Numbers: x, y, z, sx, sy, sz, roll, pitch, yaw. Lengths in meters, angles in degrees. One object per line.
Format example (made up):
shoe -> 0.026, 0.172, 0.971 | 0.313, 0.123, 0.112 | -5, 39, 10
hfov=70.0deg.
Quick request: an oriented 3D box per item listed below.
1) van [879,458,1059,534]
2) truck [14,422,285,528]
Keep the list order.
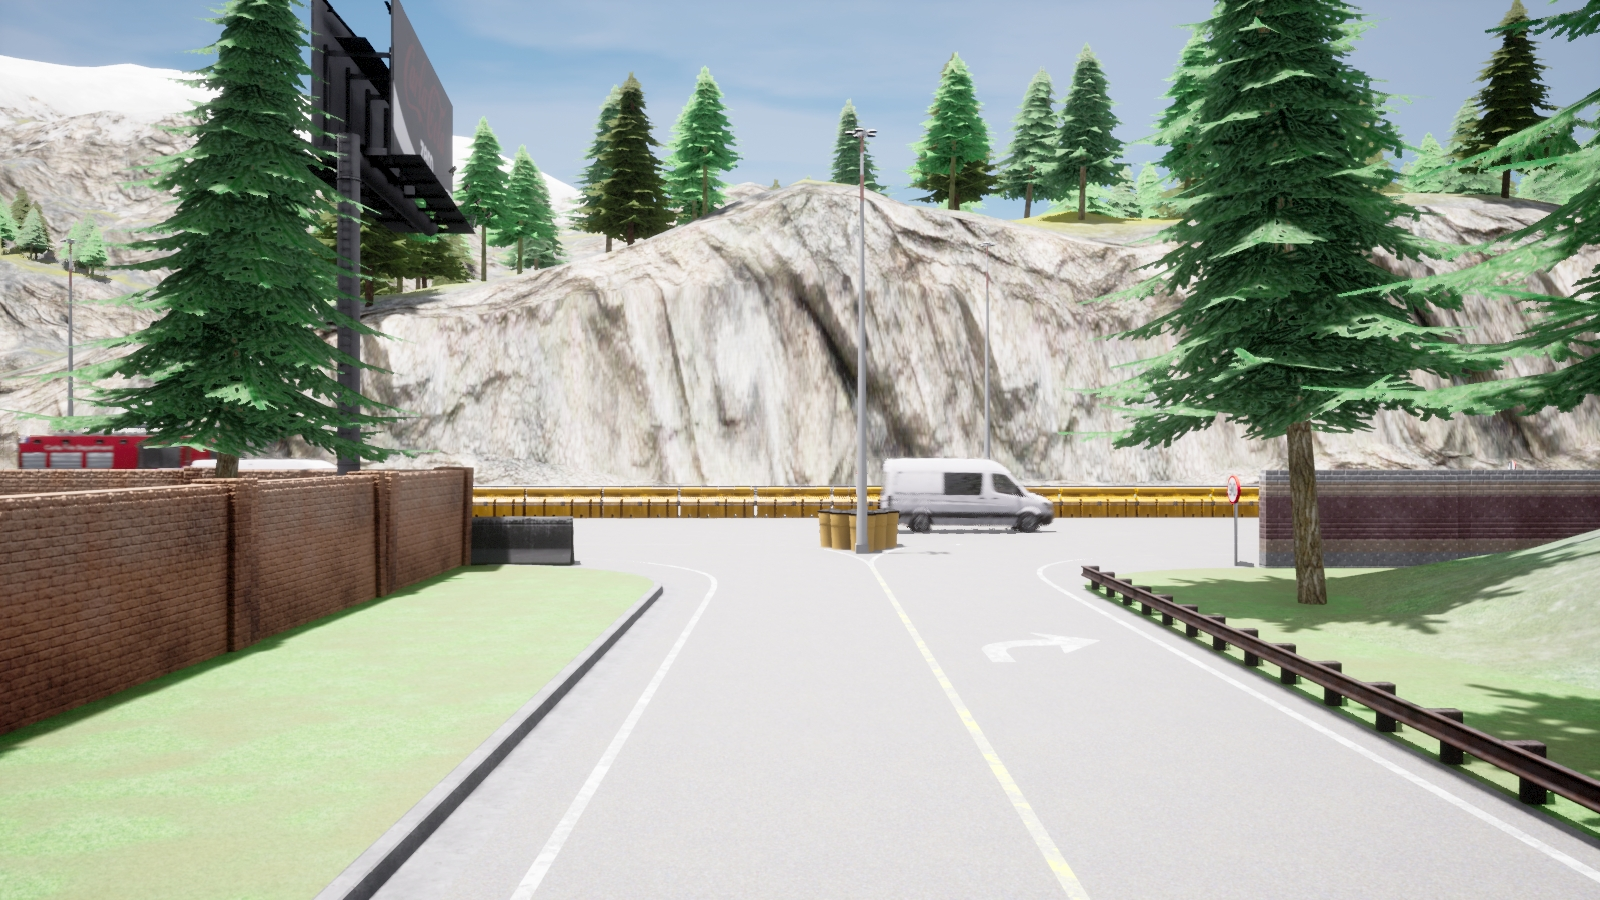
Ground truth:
van -> 5.799, 1.559, 39.700 | 5.915, 2.561, 1.988 | 0, 0, -1
truck -> -24.150, 0.916, 42.745 | 8.468, 3.827, 2.891 | 0, 0, -1
